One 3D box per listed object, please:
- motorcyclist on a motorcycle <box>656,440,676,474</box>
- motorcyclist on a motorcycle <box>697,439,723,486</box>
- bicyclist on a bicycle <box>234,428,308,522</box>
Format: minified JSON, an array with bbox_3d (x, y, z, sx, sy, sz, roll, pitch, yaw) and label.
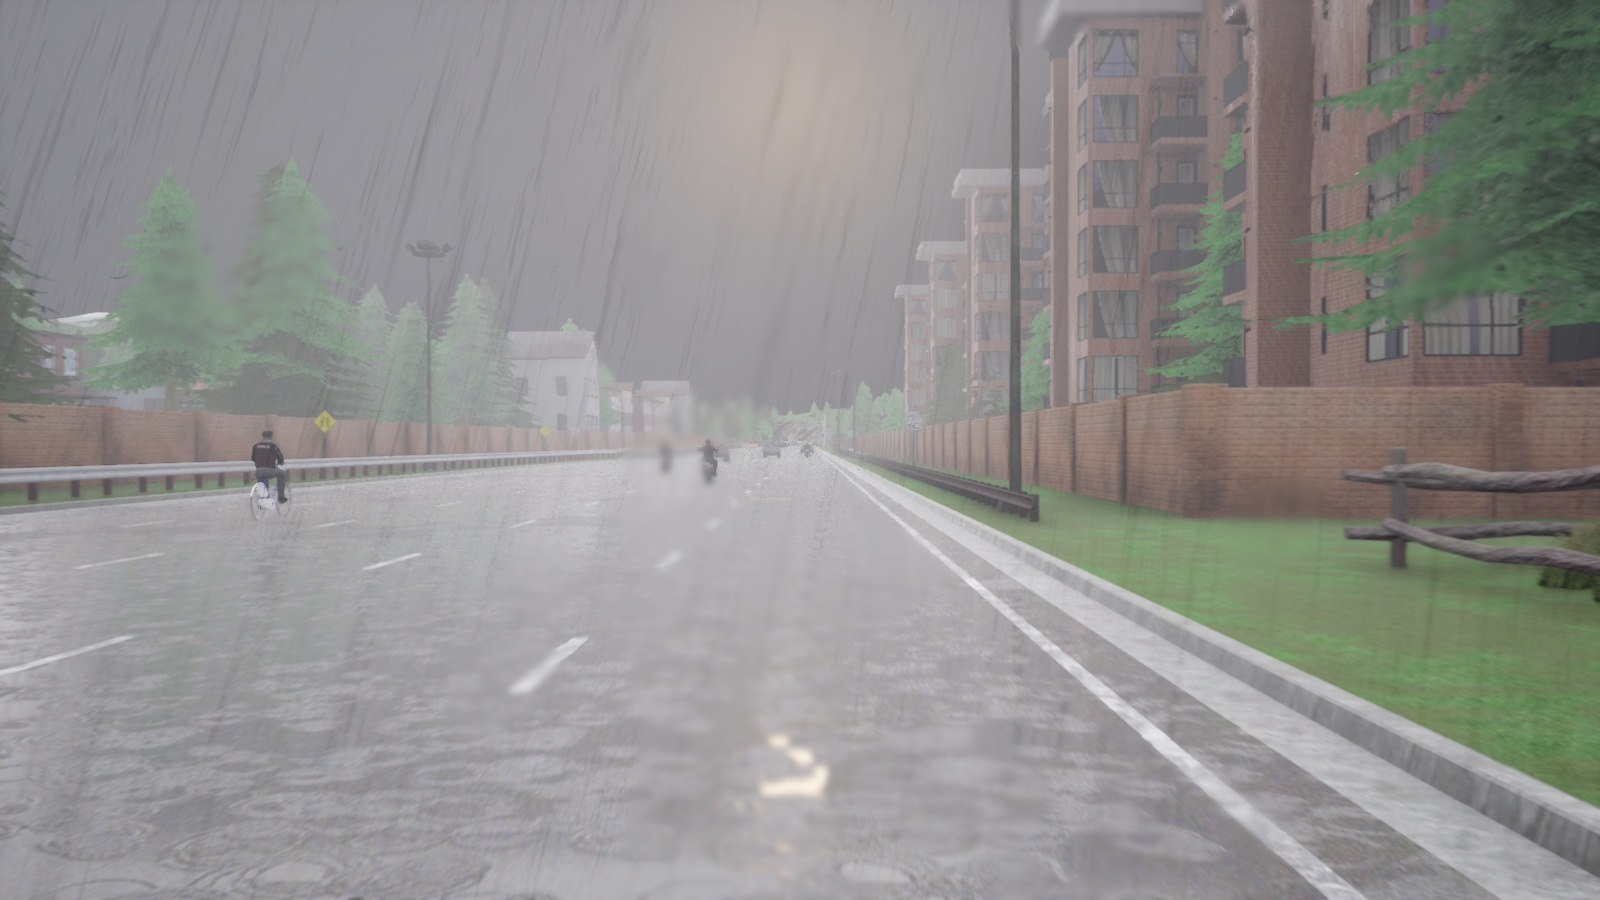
[{"bbox_3d":[-6.630,0.334,62.270,0.766,1.649,2.350,0,0,0],"label":"motorcyclist on a motorcycle"},{"bbox_3d":[-3.227,0.435,45.146,0.766,1.649,2.350,0,0,0],"label":"motorcyclist on a motorcycle"},{"bbox_3d":[-10.344,0.468,24.600,0.659,1.776,1.843,0,1,0],"label":"bicyclist on a bicycle"}]
